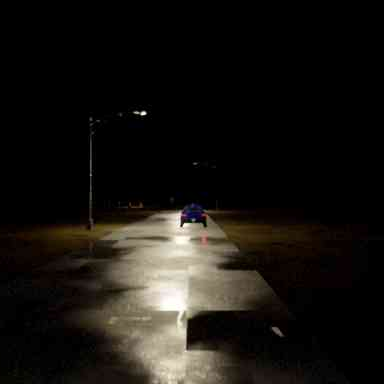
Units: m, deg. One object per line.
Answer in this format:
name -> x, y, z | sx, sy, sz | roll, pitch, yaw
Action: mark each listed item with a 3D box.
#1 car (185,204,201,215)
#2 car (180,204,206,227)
car -> 0.091, 2.172, 41.665 | 1.895, 1.301, 4.718 | 0, -1, 0
car -> 0.095, 1.740, 24.555 | 1.812, 1.442, 4.674 | 0, -1, 0
